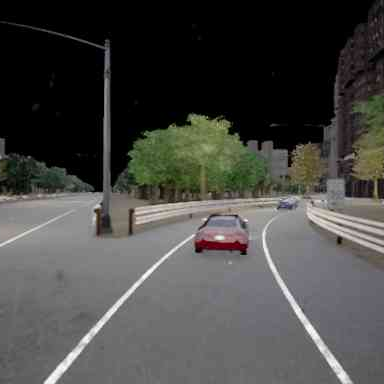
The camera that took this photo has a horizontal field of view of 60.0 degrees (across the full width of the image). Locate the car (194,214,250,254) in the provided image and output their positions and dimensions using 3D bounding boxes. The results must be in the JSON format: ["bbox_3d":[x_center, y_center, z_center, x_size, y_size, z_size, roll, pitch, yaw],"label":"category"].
[{"bbox_3d":[1.339,1.575,13.647,1.994,1.385,4.181,0,0,10],"label":"car"}]

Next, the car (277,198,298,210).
[{"bbox_3d":[12.464,1.575,43.414,1.812,1.442,4.674,0,0,29],"label":"car"}]
